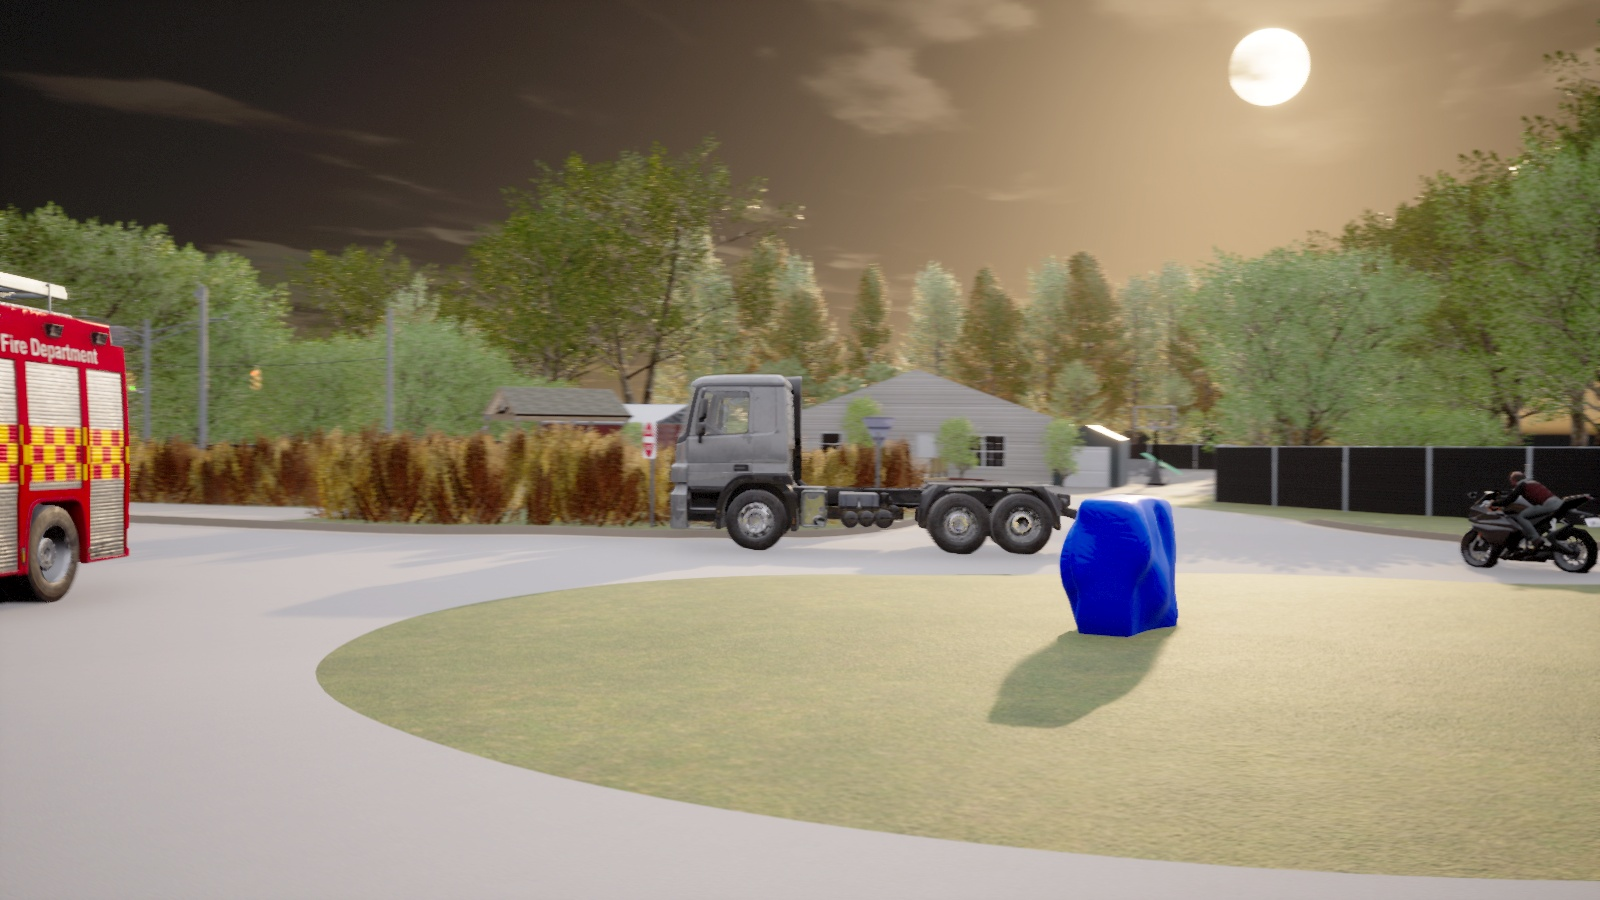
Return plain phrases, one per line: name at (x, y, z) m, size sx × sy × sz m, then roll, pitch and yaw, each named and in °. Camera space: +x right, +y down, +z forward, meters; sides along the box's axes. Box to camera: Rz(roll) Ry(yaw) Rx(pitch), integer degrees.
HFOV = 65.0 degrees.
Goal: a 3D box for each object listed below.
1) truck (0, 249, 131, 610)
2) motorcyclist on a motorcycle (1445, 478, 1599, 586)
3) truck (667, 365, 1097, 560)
truck at (-9.866, -0.222, 11.804) m, size 2.891 × 3.827 × 8.468 m, roll 0°, pitch 0°, yaw -2°
motorcyclist on a motorcycle at (11.015, 1.197, 18.974) m, size 0.866 × 1.530 × 2.191 m, roll 0°, pitch -2°, yaw -23°
truck at (1.576, 0.226, 24.855) m, size 7.936 × 3.462 × 2.891 m, roll 1°, pitch 0°, yaw 4°
